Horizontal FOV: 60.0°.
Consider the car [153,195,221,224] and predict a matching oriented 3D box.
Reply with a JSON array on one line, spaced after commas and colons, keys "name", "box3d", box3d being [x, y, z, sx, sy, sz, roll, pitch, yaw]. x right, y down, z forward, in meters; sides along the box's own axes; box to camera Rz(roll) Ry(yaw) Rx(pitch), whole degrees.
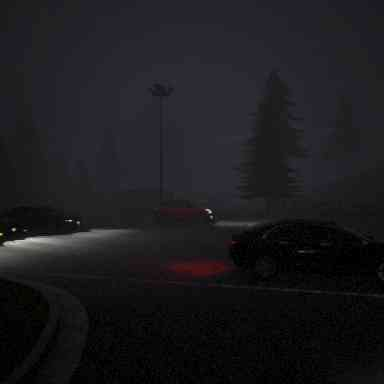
[{"name": "car", "box3d": [-0.475, 1.336, 24.346, 4.553, 1.767, 2.097, 0, 0, 14]}]

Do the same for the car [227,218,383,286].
[{"name": "car", "box3d": [3.417, 1.497, 9.000, 4.892, 1.490, 1.837, -1, 0, 14]}]

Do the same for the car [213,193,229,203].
[{"name": "car", "box3d": [5.595, 1.168, 69.561, 2.150, 2.045, 5.566, 0, 0, -33]}]

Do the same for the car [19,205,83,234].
[{"name": "car", "box3d": [-8.701, 1.504, 19.133, 4.892, 1.490, 1.837, -1, 0, 14]}]

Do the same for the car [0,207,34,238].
[{"name": "car", "box3d": [-10.163, 1.566, 15.887, 4.181, 1.385, 1.994, 0, 0, 14]}]
